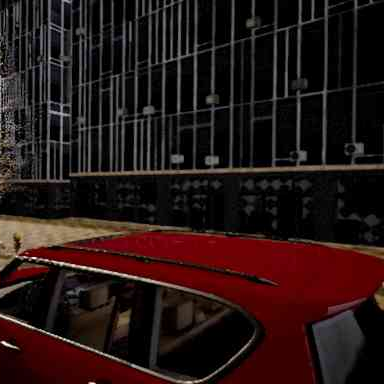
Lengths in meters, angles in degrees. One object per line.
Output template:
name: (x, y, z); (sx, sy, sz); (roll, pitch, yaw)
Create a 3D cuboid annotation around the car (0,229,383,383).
car: (-0.690, 1.314, 3.158); (5.009, 1.841, 2.192); (0, 1, 36)
